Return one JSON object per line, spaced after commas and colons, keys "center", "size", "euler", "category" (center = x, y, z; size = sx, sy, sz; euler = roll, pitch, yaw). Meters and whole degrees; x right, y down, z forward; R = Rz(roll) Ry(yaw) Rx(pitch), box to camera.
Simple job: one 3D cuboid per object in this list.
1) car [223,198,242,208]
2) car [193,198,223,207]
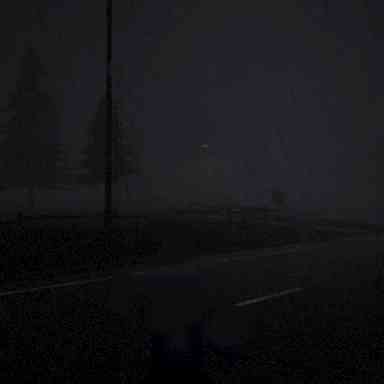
{"center": [5.759, 1.646, 52.699], "size": [1.882, 1.535, 5.008], "euler": [0, -1, -35], "category": "car"}
{"center": [2.127, 1.658, 51.795], "size": [1.837, 1.490, 4.892], "euler": [0, -1, -35], "category": "car"}
